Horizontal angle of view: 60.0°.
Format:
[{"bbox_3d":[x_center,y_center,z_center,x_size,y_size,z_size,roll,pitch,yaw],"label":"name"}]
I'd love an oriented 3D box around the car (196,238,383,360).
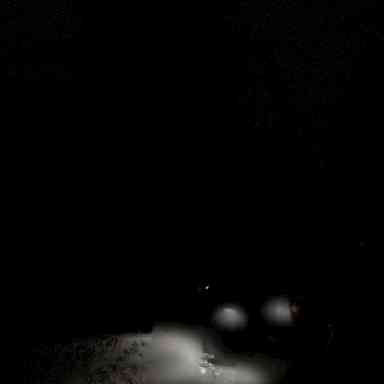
[{"bbox_3d":[2.093,1.574,6.023,4.181,1.385,1.994,0,0,-40],"label":"car"}]
